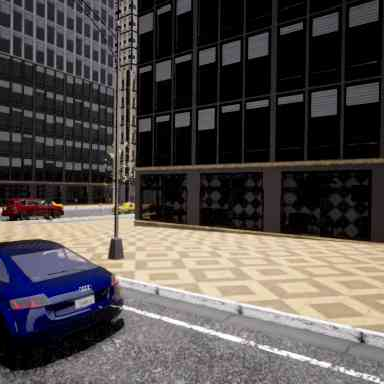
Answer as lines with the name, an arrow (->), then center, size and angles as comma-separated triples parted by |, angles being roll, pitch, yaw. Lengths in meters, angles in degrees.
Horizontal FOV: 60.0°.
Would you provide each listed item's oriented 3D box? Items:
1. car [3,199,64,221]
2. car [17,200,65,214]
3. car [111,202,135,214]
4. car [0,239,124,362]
car -> -13.814, 1.520, 29.166 | 2.192, 1.841, 5.009 | 1, 0, 36
car -> -17.347, 1.643, 38.527 | 1.752, 1.417, 4.829 | 1, 0, 36
car -> -7.051, 1.830, 38.403 | 1.752, 1.417, 4.829 | 1, 0, 36
car -> -3.212, 1.561, 5.956 | 4.181, 1.385, 1.994 | 0, 0, 34
